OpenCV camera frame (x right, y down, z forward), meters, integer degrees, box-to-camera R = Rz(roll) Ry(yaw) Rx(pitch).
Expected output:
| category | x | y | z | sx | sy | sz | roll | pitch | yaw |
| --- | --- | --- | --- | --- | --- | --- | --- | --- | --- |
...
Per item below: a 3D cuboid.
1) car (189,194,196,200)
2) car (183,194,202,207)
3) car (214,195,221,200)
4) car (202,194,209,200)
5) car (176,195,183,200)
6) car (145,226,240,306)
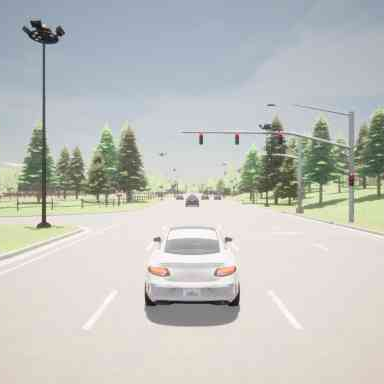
| category | x | y | z | sx | sy | sz | roll | pitch | yaw |
| --- | --- | --- | --- | --- | --- | --- | --- | --- | --- |
| car | 0.125 | 1.355 | 93.204 | 2.097 | 1.767 | 4.553 | 0 | 0 | 0 |
| car | 0.070 | 1.352 | 51.757 | 2.097 | 1.767 | 4.553 | 0 | 0 | 0 |
| car | 7.125 | 1.525 | 93.224 | 2.128 | 1.511 | 4.902 | 0 | 0 | 0 |
| car | 3.625 | 1.355 | 93.199 | 2.097 | 1.767 | 4.553 | 0 | 0 | 0 |
| car | -3.375 | 1.552 | 93.205 | 1.994 | 1.385 | 4.181 | 0 | 0 | 0 |
| car | 0.017 | 1.526 | 7.884 | 1.812 | 1.442 | 4.674 | 0 | 0 | 0 |
